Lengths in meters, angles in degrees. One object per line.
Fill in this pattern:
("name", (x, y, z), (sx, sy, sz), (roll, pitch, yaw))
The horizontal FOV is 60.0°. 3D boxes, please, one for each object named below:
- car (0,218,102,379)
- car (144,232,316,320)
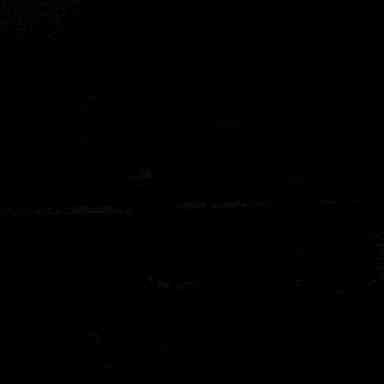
("car", (-3.615, 1.315, 3.979), (5.009, 1.841, 2.192), (0, 0, -35))
("car", (1.015, 1.582, 7.273), (4.206, 1.307, 1.802), (0, 0, -35))
